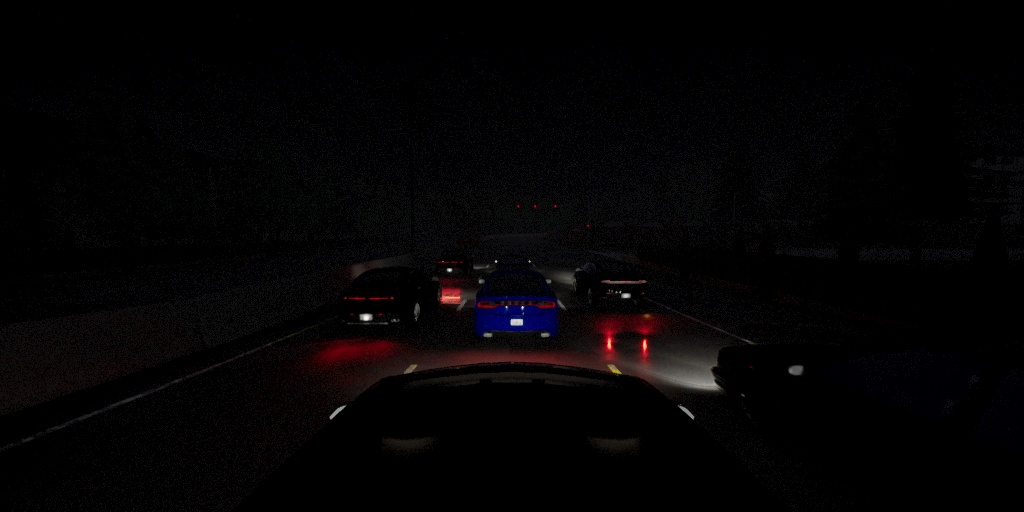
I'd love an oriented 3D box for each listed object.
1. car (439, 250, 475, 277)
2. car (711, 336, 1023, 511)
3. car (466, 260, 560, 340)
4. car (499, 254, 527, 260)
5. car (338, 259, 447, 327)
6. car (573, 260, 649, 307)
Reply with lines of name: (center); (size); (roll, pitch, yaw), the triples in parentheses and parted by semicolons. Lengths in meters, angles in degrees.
car: (-3.458, 0.358, 22.200); (1.837, 1.490, 4.892); (0, 4, 0)
car: (3.602, 1.296, 2.368); (2.033, 1.411, 5.357); (0, 0, 0)
car: (0.088, 1.078, 9.588); (1.882, 1.535, 5.008); (0, 2, 0)
car: (0.054, 0.605, 19.294); (2.033, 1.411, 5.357); (0, 4, 0)
car: (-3.415, 1.061, 10.786); (1.837, 1.490, 4.892); (0, 3, 0)
car: (3.574, 0.910, 13.677); (2.128, 1.511, 4.902); (0, 3, 0)
